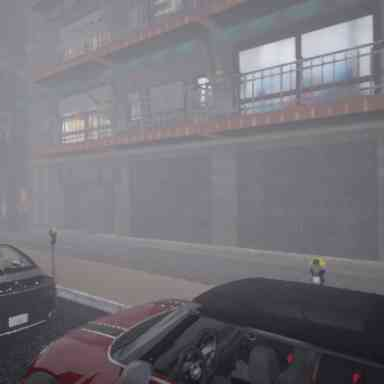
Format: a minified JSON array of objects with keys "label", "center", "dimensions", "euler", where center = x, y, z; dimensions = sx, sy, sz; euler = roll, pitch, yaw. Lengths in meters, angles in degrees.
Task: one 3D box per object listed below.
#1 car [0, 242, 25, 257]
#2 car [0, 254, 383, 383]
[{"label":"car","center":[-4.163,1.520,5.855],"dimensions":[4.403,1.369,2.008],"euler":[0,-1,36]},{"label":"car","center":[0.456,1.436,2.563],"dimensions":[4.097,1.590,1.967],"euler":[0,-1,36]}]
